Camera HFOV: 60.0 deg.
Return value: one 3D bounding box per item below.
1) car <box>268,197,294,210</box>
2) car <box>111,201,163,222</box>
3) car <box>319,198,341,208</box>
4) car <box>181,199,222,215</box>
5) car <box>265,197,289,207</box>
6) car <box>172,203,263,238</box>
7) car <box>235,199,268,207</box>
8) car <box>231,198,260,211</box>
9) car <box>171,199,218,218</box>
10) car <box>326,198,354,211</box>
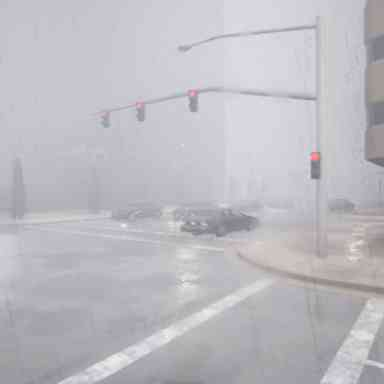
[{"bbox_3d":[11.787,1.551,43.460,1.994,1.385,4.181,0,0,36],"label":"car"},{"bbox_3d":[-4.446,1.536,27.320,1.837,1.490,4.892,0,0,36],"label":"car"},{"bbox_3d":[20.193,1.563,48.671,1.895,1.301,4.718,0,0,36],"label":"car"},{"bbox_3d":[1.040,1.523,34.777,1.837,1.490,4.892,0,0,36],"label":"car"},{"bbox_3d":[13.018,1.493,50.980,1.837,1.490,4.892,0,0,37],"label":"car"},{"bbox_3d":[1.635,1.552,17.868,2.033,1.411,5.357,0,0,39],"label":"car"},{"bbox_3d":[5.864,1.480,35.427,1.882,1.535,5.008,0,0,36],"label":"car"},{"bbox_3d":[6.945,1.567,42.793,1.994,1.385,4.181,0,0,36],"label":"car"},{"bbox_3d":[0.265,1.521,27.816,1.837,1.490,4.892,0,0,36],"label":"car"},{"bbox_3d":[17.845,1.512,39.569,2.033,1.411,5.357,0,0,36],"label":"car"}]
